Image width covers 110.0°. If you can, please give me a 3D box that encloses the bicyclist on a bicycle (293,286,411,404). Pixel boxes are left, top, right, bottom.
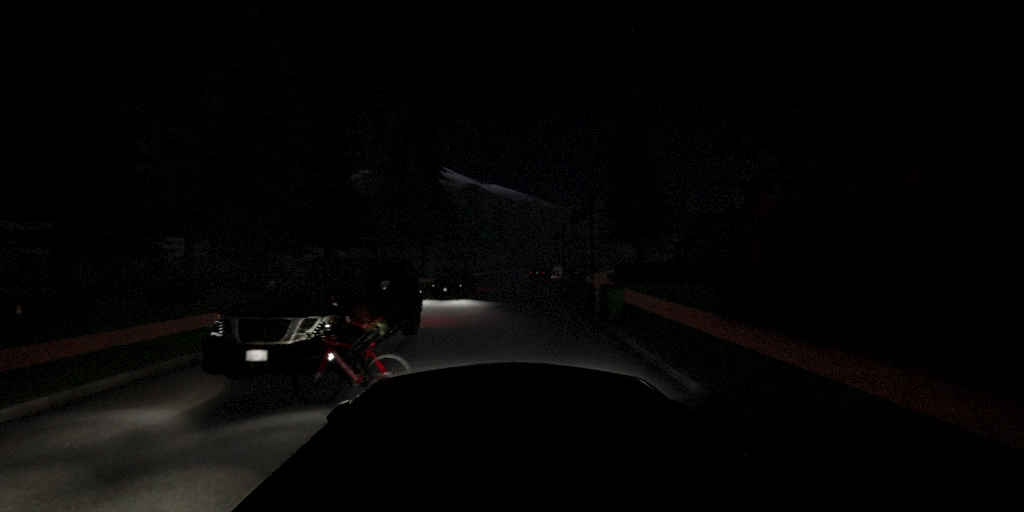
[{"bbox_3d":[-2.202,1.240,4.928,1.656,1.620,0.582,-2,-1,0],"label":"bicyclist on a bicycle"}]

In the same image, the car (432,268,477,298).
[{"bbox_3d":[-3.186,1.466,20.312,1.837,1.490,4.892,0,-1,4],"label":"car"}]

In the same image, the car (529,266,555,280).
[{"bbox_3d":[2.991,1.700,37.447,2.033,1.411,5.357,0,-1,12],"label":"car"}]

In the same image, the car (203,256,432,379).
[{"bbox_3d":[-3.560,1.033,7.812,2.150,2.045,5.566,0,0,1],"label":"car"}]

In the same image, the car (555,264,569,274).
[{"bbox_3d":[6.874,1.827,50.707,1.812,1.442,4.674,0,-1,19],"label":"car"}]
